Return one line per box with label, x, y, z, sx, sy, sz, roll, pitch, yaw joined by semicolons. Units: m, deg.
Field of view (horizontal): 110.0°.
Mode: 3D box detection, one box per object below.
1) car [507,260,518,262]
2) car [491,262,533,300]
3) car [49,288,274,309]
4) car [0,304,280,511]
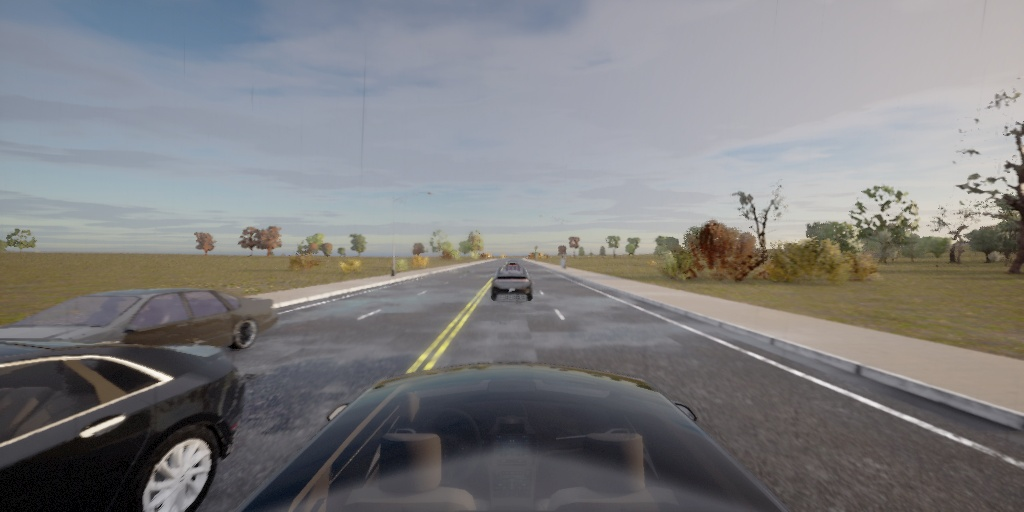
car;0.101;1.272;44.570;1.837;1.490;4.892;0;0;0
car;-0.005;1.248;17.725;2.128;1.511;4.902;0;0;0
car;-6.590;1.300;6.355;2.033;1.411;5.357;0;0;0
car;-3.346;1.255;1.256;1.837;1.490;4.892;0;0;0
